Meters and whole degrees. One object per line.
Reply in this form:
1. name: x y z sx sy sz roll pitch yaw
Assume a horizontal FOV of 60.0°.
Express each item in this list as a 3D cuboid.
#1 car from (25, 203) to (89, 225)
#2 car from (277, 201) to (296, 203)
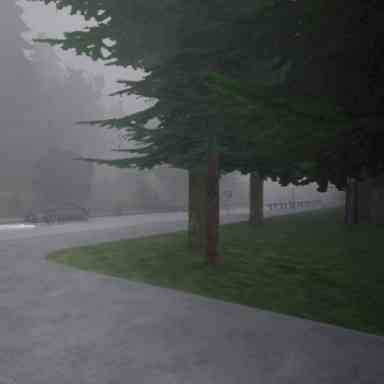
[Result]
1. car: -9.323 1.478 23.274 1.994 1.385 4.181 0 0 35
2. car: 17.387 1.138 60.975 2.150 2.045 5.566 0 0 35
